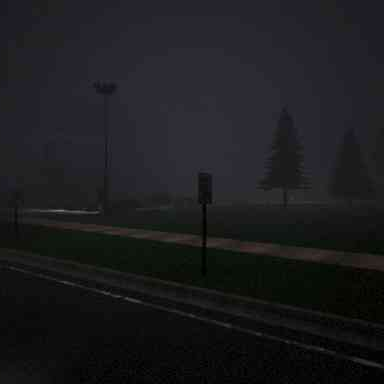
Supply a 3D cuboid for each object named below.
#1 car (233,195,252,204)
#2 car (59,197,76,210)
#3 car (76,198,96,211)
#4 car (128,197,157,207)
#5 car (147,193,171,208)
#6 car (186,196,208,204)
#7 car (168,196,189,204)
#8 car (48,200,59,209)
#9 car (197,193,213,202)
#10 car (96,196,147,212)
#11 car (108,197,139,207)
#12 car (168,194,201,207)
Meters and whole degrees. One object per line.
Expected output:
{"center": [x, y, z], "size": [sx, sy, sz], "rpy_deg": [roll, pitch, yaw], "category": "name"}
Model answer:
{"center": [9.948, 1.358, 65.329], "size": [2.097, 1.767, 4.553], "rpy_deg": [0, 0, 35], "category": "car"}
{"center": [-14.366, 1.563, 42.930], "size": [1.994, 1.385, 4.181], "rpy_deg": [0, 0, 35], "category": "car"}
{"center": [-11.206, 1.547, 41.342], "size": [2.033, 1.411, 5.357], "rpy_deg": [0, 0, 35], "category": "car"}
{"center": [-7.701, 1.525, 52.445], "size": [1.812, 1.442, 4.674], "rpy_deg": [0, 0, 35], "category": "car"}
{"center": [-5.233, 1.221, 49.881], "size": [2.150, 2.045, 5.566], "rpy_deg": [0, 0, 35], "category": "car"}
{"center": [1.055, 1.477, 64.911], "size": [1.882, 1.535, 5.008], "rpy_deg": [0, 0, 36], "category": "car"}
{"center": [-2.647, 1.563, 65.703], "size": [1.994, 1.385, 4.181], "rpy_deg": [0, 0, 36], "category": "car"}
{"center": [-17.016, 1.477, 45.246], "size": [1.882, 1.535, 5.008], "rpy_deg": [0, 0, 35], "category": "car"}
{"center": [1.598, 1.222, 59.604], "size": [2.150, 2.045, 5.566], "rpy_deg": [0, 0, 37], "category": "car"}
{"center": [-8.267, 1.547, 39.437], "size": [2.033, 1.411, 5.357], "rpy_deg": [0, 0, 35], "category": "car"}
{"center": [-11.013, 1.505, 53.831], "size": [1.837, 1.490, 4.892], "rpy_deg": [0, 0, 35], "category": "car"}
{"center": [-0.950, 1.499, 49.899], "size": [1.837, 1.490, 4.892], "rpy_deg": [0, 2, 35], "category": "car"}
